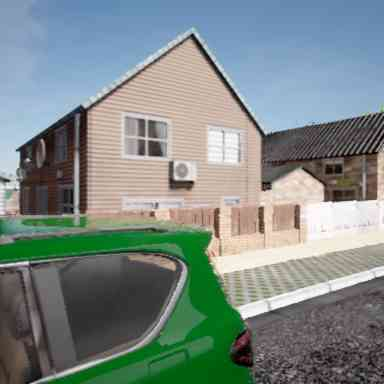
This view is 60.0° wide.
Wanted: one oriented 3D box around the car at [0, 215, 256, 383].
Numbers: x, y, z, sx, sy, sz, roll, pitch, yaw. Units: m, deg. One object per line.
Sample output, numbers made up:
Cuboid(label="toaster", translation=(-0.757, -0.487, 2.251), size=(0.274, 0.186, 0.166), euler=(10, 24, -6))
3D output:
Cuboid(label="car", translation=(-2.126, 1.226, 1.556), size=(5.566, 2.045, 2.150), euler=(0, 0, -36))
